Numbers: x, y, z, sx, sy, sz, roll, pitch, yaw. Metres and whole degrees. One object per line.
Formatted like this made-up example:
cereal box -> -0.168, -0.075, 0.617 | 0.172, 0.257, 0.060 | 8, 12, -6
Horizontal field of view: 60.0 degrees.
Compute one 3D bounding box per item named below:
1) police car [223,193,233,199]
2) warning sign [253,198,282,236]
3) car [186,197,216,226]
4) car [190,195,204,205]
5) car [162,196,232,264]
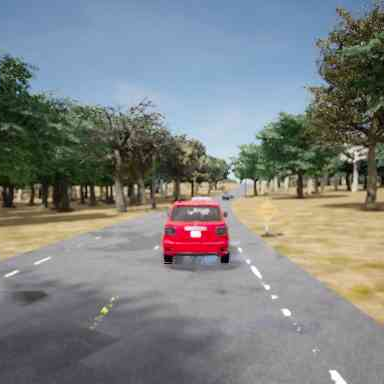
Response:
police car -> 8.887, 1.385, 86.612 | 1.930, 1.638, 5.238 | 0, 1, 10
warning sign -> 3.898, 1.267, 17.276 | 1.300, 1.860, 1.060 | 0, 0, 2
car -> 0.837, 1.462, 27.416 | 2.150, 2.045, 5.566 | 0, 0, 4
car -> 1.026, 1.564, 66.001 | 2.097, 1.767, 4.553 | 0, 0, 8
car -> 0.198, 1.335, 12.491 | 2.150, 2.045, 5.566 | 0, 0, 2
